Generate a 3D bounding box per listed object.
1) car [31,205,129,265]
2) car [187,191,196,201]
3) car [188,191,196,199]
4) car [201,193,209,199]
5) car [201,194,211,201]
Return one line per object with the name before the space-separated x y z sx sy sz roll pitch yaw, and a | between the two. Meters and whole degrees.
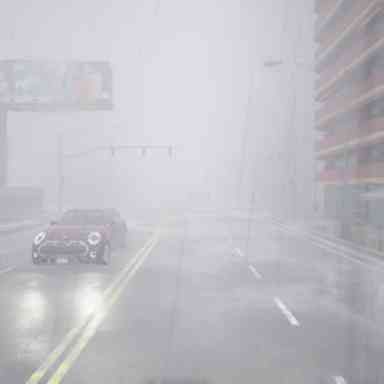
car | -3.590 1.311 11.443 2.097 1.767 4.553 0 0 0
car | -0.032 1.241 77.520 2.128 1.511 4.902 0 0 0
car | -0.036 0.773 87.247 2.150 2.045 5.566 0 0 0
car | 3.464 1.100 87.220 1.994 1.385 4.181 0 0 0
car | 3.468 1.214 78.331 1.837 1.490 4.892 0 0 0
